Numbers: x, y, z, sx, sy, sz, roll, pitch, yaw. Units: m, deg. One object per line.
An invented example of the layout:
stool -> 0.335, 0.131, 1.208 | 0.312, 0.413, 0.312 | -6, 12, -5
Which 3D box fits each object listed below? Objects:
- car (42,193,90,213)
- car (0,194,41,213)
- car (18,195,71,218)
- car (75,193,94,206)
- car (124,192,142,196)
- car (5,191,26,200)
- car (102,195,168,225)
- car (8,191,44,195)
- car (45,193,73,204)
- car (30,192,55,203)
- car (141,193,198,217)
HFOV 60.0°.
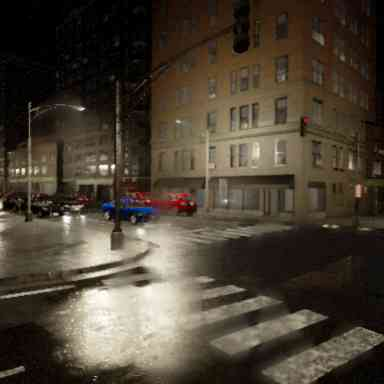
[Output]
car -> -11.335, 1.117, 29.636 | 4.674, 1.442, 1.812 | 2, 1, 44
car -> -15.536, 1.098, 29.882 | 4.313, 1.339, 1.947 | 2, 1, 44
car -> -11.588, 1.210, 26.045 | 4.313, 1.339, 1.947 | 2, 1, 44
car -> -13.547, 0.843, 39.838 | 4.097, 1.590, 1.967 | 2, 1, 44
car -> -5.646, 0.943, 32.161 | 5.009, 1.841, 2.192 | 2, 1, 44
car -> -29.345, 0.525, 55.190 | 4.206, 1.307, 1.802 | 2, 1, 44
car -> -4.204, 1.271, 22.704 | 5.008, 1.535, 1.882 | 2, 1, 44
car -> -18.569, 0.737, 36.684 | 4.553, 1.767, 2.097 | 2, 1, 44
car -> -17.499, 0.871, 43.677 | 4.206, 1.307, 1.802 | 2, 1, 44
car -> -21.447, 0.756, 47.515 | 4.206, 1.307, 1.802 | 2, 1, 44
car -> -1.697, 1.054, 28.323 | 5.009, 1.841, 2.192 | 2, 1, 44
